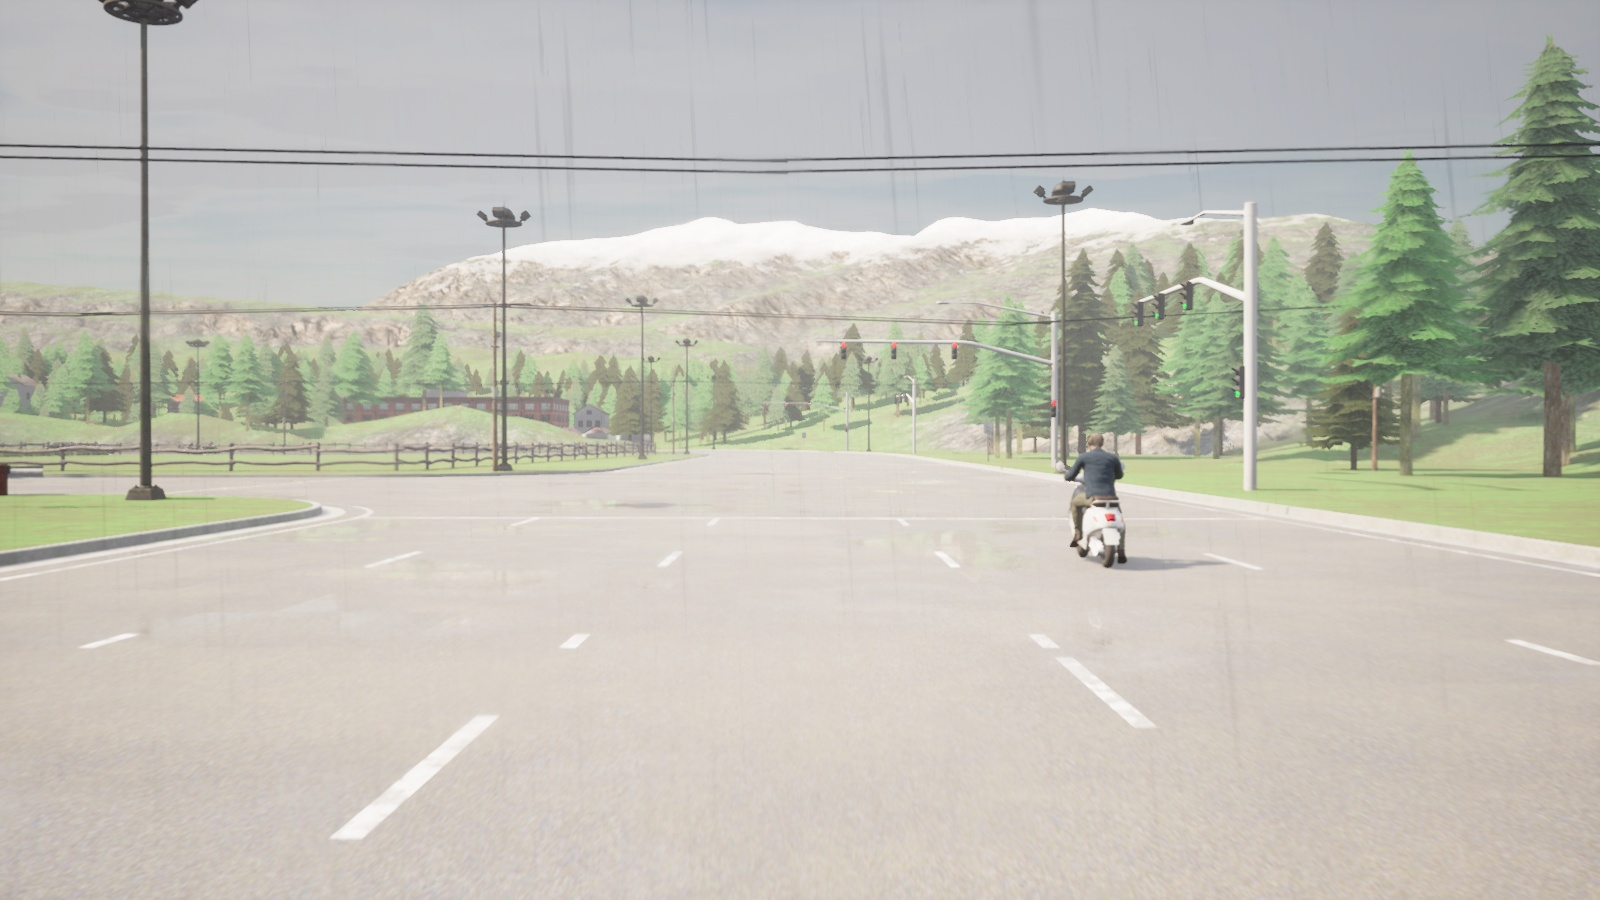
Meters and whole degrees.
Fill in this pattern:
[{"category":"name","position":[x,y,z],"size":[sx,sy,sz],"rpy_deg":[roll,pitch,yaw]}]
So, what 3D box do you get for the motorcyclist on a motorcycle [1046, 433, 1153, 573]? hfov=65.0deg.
[{"category":"motorcyclist on a motorcycle","position":[3.600,0.600,15.240],"size":[0.866,1.590,1.817],"rpy_deg":[0,0,0]}]
